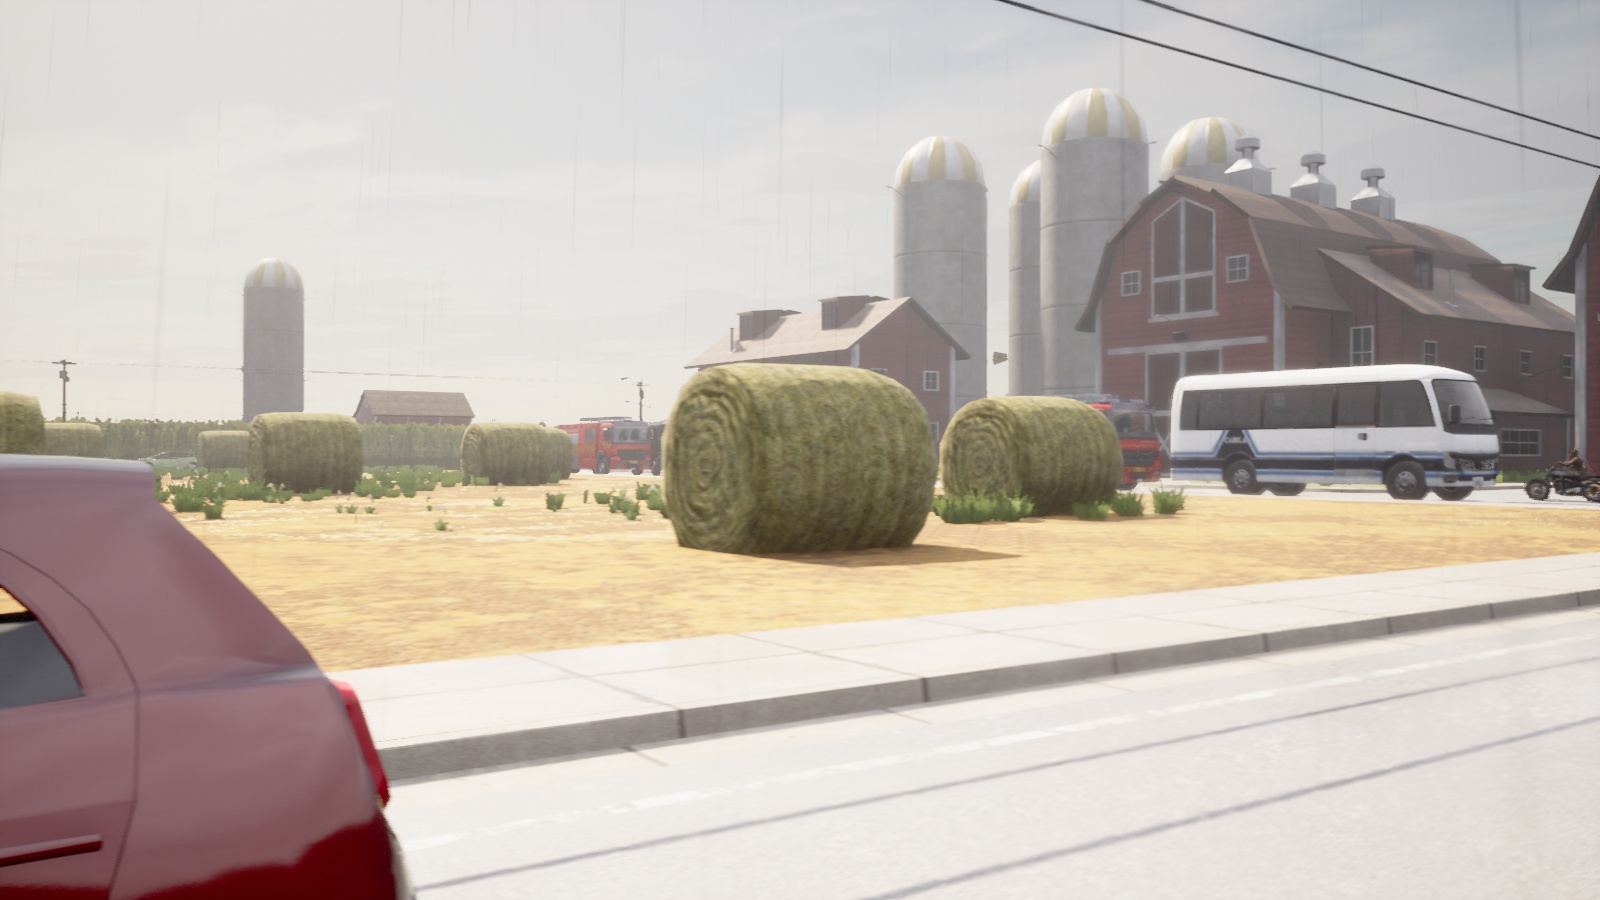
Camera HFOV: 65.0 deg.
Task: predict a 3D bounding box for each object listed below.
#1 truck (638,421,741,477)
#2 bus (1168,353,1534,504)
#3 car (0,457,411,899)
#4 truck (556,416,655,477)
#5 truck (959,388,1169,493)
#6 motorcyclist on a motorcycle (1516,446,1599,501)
[{"bbox_3d":[-7.172,-0.050,80.598,2.891,3.462,7.936,0,0,-36],"label":"truck"},{"bbox_3d":[17.399,-0.598,40.655,3.944,4.253,10.273,0,0,-36],"label":"bus"},{"bbox_3d":[-2.663,0.769,1.805,3.633,1.501,1.845,0,0,-35],"label":"car"},{"bbox_3d":[-12.876,-0.216,82.514,2.891,3.827,8.468,0,0,-36],"label":"truck"},{"bbox_3d":[10.378,-0.346,50.361,2.891,3.827,8.468,0,0,-36],"label":"truck"},{"bbox_3d":[23.335,0.696,38.419,0.766,1.649,2.350,0,0,-36],"label":"motorcyclist on a motorcycle"}]
